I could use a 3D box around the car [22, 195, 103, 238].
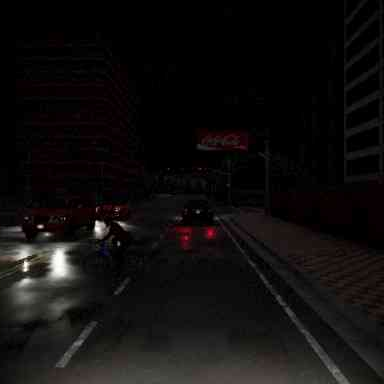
[{"bbox_3d":[-6.841,1.221,17.899,2.150,2.045,5.566,0,0,1],"label":"car"}]

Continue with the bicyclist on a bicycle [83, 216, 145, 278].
[{"bbox_3d":[-2.064,1.453,8.773,1.656,1.620,0.582,-1,0,1],"label":"bicyclist on a bicycle"}]

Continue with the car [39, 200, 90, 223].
[{"bbox_3d":[-10.133,1.491,26.888,2.128,1.511,4.902,0,0,1],"label":"car"}]

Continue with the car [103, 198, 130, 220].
[{"bbox_3d":[-6.616,1.352,28.069,2.097,1.767,4.553,0,0,1],"label":"car"}]

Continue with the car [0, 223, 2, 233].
[{"bbox_3d":[-6.991,1.564,8.382,1.994,1.385,4.181,0,0,1],"label":"car"}]

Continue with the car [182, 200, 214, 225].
[{"bbox_3d":[0.427,1.352,24.010,2.097,1.767,4.553,0,0,1],"label":"car"}]
